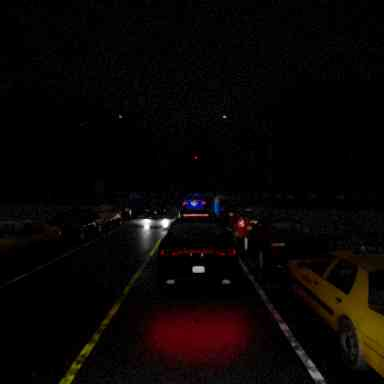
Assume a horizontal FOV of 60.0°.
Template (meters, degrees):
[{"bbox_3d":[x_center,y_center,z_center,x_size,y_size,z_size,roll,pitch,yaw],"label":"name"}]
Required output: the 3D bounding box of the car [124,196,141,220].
[{"bbox_3d":[-5.659,1.362,27.044,1.967,1.590,4.097,0,0,0],"label":"car"}]

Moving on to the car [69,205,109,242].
[{"bbox_3d":[-5.702,1.518,16.169,1.947,1.339,4.313,0,0,0],"label":"car"}]

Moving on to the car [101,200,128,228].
[{"bbox_3d":[-5.681,1.462,21.437,1.752,1.417,4.829,0,0,0],"label":"car"}]

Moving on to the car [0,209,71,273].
[{"bbox_3d":[-5.724,1.493,10.562,1.752,1.417,4.829,0,0,0],"label":"car"}]

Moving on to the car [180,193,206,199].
[{"bbox_3d":[0.142,1.135,30.298,2.150,2.045,5.566,0,0,-1],"label":"car"}]

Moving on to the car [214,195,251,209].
[{"bbox_3d":[2.844,1.252,21.573,2.192,1.841,5.009,0,0,0],"label":"car"}]

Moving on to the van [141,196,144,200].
[{"bbox_3d":[-5.638,1.248,32.482,1.690,1.788,3.998,0,0,0],"label":"van"}]

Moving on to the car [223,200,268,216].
[{"bbox_3d":[2.823,1.392,16.135,1.967,1.590,4.097,0,0,0],"label":"car"}]

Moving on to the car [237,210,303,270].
[{"bbox_3d":[2.802,1.513,10.698,1.887,1.381,4.507,0,0,0],"label":"car"}]

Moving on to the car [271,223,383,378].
[{"bbox_3d":[2.781,1.509,5.431,1.752,1.417,4.829,0,0,0],"label":"car"}]

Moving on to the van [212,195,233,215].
[{"bbox_3d":[2.887,1.249,32.448,1.690,1.788,3.998,0,0,0],"label":"van"}]

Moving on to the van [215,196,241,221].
[{"bbox_3d":[2.866,1.263,27.010,1.690,1.788,3.998,0,0,0],"label":"van"}]

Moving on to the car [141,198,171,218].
[{"bbox_3d":[-2.898,1.425,28.813,1.837,1.490,4.892,0,0,1],"label":"car"}]

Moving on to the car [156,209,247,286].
[{"bbox_3d":[0.131,1.449,9.321,1.882,1.535,5.008,0,0,0],"label":"car"}]

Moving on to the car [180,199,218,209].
[{"bbox_3d":[0.174,1.433,19.931,2.128,1.511,4.902,0,0,0],"label":"car"}]
